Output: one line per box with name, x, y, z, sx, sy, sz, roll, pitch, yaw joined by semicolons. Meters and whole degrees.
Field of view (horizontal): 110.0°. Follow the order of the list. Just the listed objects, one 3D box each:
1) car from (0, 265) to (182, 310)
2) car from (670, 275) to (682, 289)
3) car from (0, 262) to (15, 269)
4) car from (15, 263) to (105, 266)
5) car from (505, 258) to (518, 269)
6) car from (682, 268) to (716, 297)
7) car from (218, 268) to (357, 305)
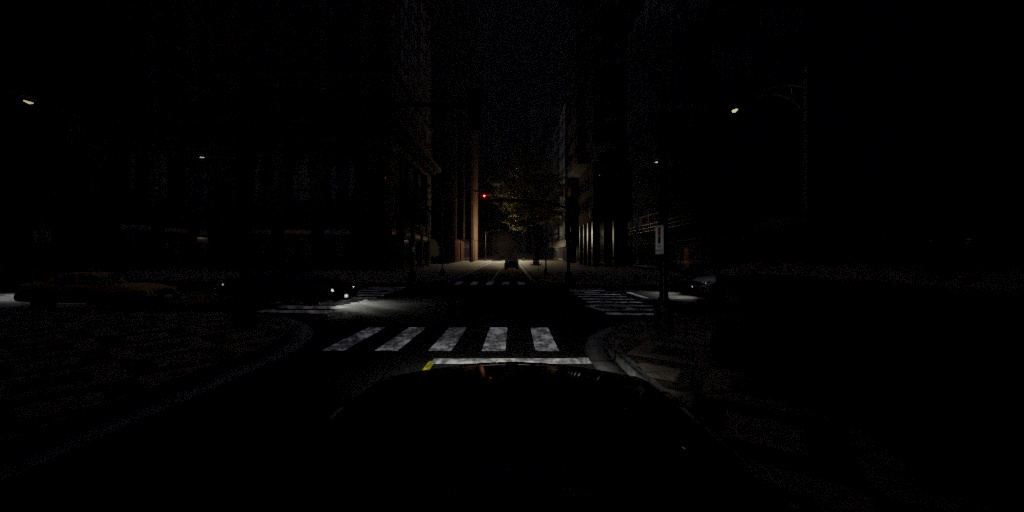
car;-14.972;1.146;13.115;4.829;1.417;1.751;0;0;0
car;11.864;1.381;21.569;4.403;1.370;2.007;0;0;0
car;-31.988;0.974;21.685;4.507;1.381;1.888;0;0;0
car;-26.370;1.065;21.671;4.313;1.339;1.948;0;0;0
car;-0.055;1.046;51.127;2.128;1.511;4.902;0;0;0
car;11.880;1.357;18.923;4.674;1.442;1.812;0;0;2
car;-9.436;1.225;15.157;5.357;1.411;2.033;1;0;9
